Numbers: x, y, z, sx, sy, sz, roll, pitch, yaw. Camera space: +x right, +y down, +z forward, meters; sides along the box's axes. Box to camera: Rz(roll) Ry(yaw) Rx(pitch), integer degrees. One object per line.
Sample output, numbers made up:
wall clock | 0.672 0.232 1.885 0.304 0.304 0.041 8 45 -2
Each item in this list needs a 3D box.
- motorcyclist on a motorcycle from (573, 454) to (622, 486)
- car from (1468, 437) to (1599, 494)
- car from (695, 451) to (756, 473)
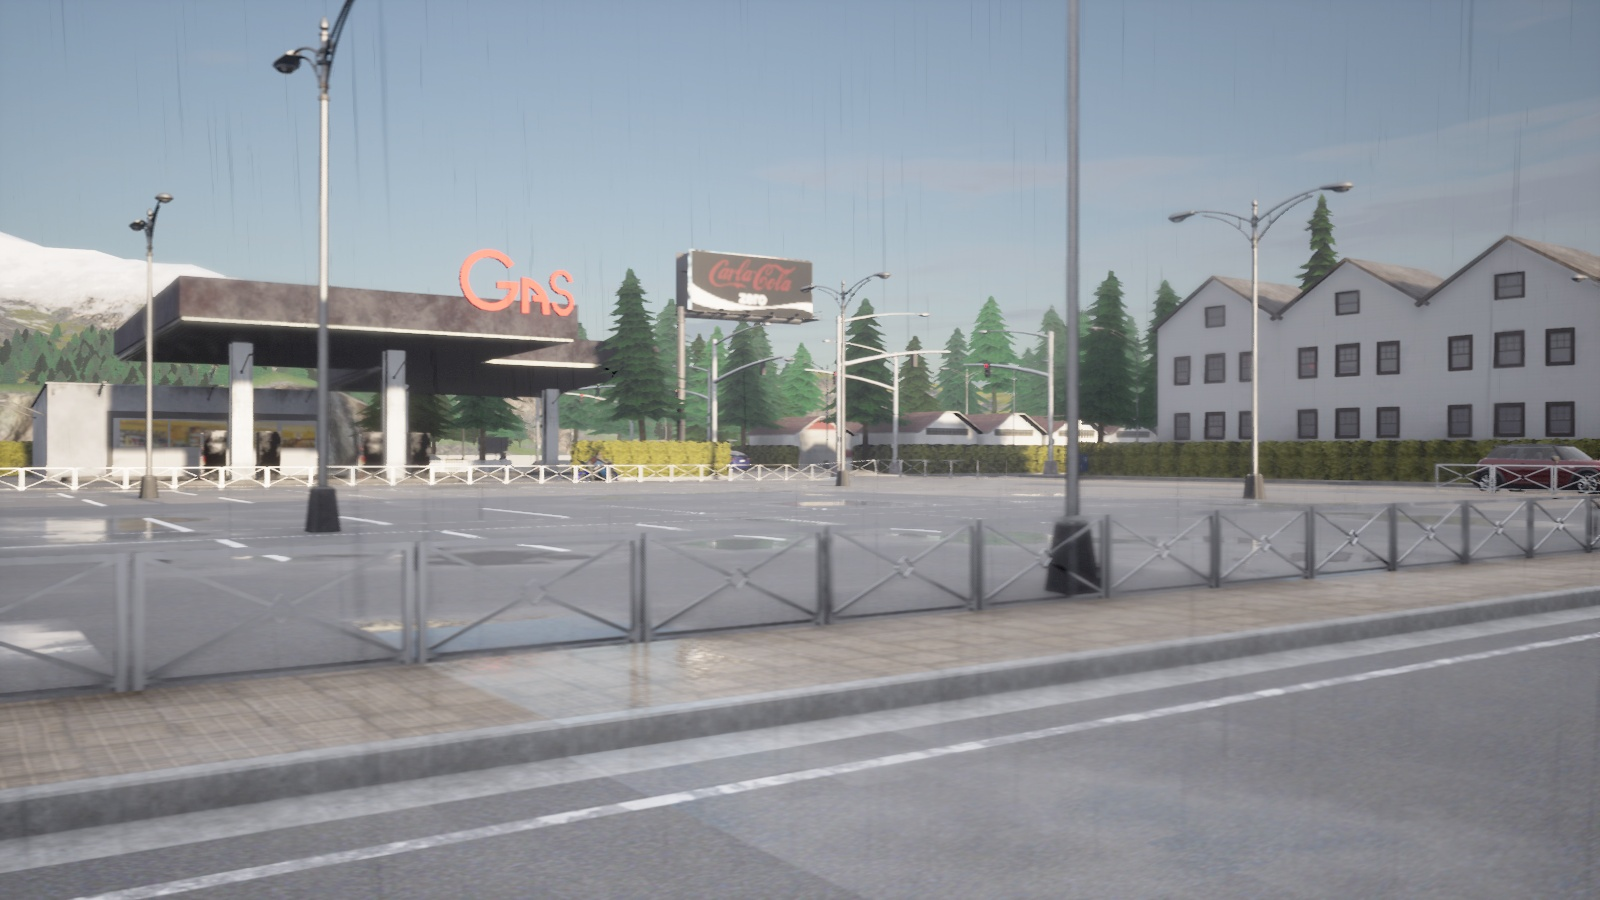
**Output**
motorcyclist on a motorcycle | -9.847 0.965 60.990 2.191 1.530 0.866 0 0 -35
car | 24.428 0.475 40.586 2.097 1.767 4.553 0 0 -35
car | -5.353 0.815 89.731 2.163 1.488 4.792 -1 1 -34
